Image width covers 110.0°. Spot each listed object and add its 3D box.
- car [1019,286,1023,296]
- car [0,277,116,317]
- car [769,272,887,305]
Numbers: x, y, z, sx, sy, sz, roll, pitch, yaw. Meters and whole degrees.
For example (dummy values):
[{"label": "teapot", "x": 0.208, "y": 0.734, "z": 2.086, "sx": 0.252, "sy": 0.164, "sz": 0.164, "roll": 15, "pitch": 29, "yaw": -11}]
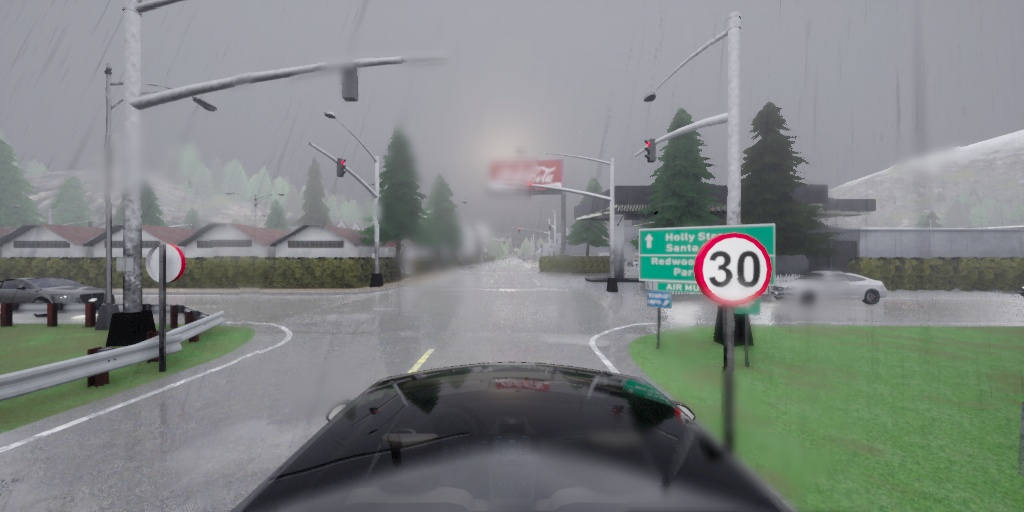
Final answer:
[{"label": "car", "x": 27.543, "y": 1.489, "z": 16.776, "sx": 5.357, "sy": 1.411, "sz": 2.033, "roll": 0, "pitch": 0, "yaw": 1}, {"label": "car", "x": -18.055, "y": 1.505, "z": 13.768, "sx": 4.181, "sy": 1.385, "sz": 1.994, "roll": 0, "pitch": 0, "yaw": 1}, {"label": "car", "x": 14.854, "y": 1.467, "z": 16.948, "sx": 4.674, "sy": 1.442, "sz": 1.812, "roll": 0, "pitch": 0, "yaw": 0}]
